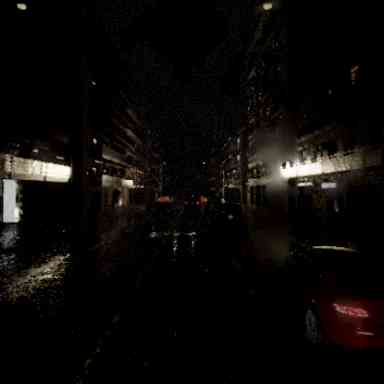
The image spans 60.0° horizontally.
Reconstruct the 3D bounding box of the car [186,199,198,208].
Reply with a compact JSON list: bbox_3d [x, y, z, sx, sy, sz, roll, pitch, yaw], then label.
[{"bbox_3d":[0.036,1.952,57.375,1.994,1.385,4.181,0,0,0],"label":"car"}]

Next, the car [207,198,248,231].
[{"bbox_3d":[2.277,1.500,21.671,2.097,1.767,4.553,0,0,0],"label":"car"}]

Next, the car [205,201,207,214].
[{"bbox_3d":[2.577,1.813,34.370,1.802,1.307,4.206,-1,0,0],"label":"car"}]

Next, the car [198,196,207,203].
[{"bbox_3d":[2.606,1.896,85.350,2.192,1.841,5.009,-1,0,0],"label":"car"}]

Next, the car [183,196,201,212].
[{"bbox_3d":[0.062,1.512,43.011,2.150,2.045,5.566,0,0,1],"label":"car"}]

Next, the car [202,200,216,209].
[{"bbox_3d":[2.588,1.929,51.363,1.802,1.307,4.206,-1,0,0],"label":"car"}]

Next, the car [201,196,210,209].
[{"bbox_3d":[2.577,1.584,40.036,2.192,1.841,5.009,-1,0,0],"label":"car"}]

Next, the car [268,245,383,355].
[{"bbox_3d":[2.560,1.623,6.049,1.802,1.307,4.206,-1,0,0],"label":"car"}]

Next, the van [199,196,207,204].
[{"bbox_3d":[2.602,1.883,79.685,1.690,1.788,3.998,-1,0,0],"label":"van"}]

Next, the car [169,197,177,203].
[{"bbox_3d":[-5.269,2.061,91.017,1.967,1.590,4.097,-1,0,0],"label":"car"}]

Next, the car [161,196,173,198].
[{"bbox_3d":[-5.289,1.740,62.762,2.192,1.841,5.009,-1,0,0],"label":"car"}]

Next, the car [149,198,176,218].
[{"bbox_3d":[-2.826,1.700,33.161,1.882,1.535,5.008,0,0,0],"label":"car"}]

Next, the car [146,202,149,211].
[{"bbox_3d":[-5.296,1.853,45.807,1.887,1.381,4.507,-1,0,0],"label":"car"}]

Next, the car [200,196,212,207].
[{"bbox_3d":[2.591,1.740,62.693,2.192,1.841,5.009,-1,0,0],"label":"car"}]
